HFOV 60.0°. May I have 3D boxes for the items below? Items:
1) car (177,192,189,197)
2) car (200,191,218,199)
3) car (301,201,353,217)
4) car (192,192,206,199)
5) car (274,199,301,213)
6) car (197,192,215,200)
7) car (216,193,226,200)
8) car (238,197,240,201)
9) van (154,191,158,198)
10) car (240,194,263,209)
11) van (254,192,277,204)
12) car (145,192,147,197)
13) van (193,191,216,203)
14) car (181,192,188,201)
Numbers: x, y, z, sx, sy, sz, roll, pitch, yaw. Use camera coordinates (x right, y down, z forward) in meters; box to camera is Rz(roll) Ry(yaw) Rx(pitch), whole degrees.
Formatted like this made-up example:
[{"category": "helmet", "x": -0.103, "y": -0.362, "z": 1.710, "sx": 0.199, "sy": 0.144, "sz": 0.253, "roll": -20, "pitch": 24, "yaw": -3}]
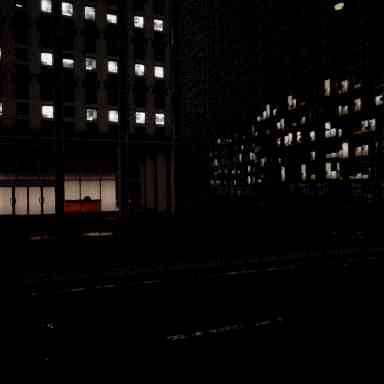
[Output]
[{"category": "car", "x": -2.436, "y": 0.710, "z": 90.852, "sx": 2.008, "sy": 1.369, "sz": 4.403, "roll": 0, "pitch": 1, "yaw": -21}, {"category": "car", "x": 3.689, "y": 0.634, "z": 74.938, "sx": 2.192, "sy": 1.841, "sz": 5.009, "roll": 0, "pitch": 1, "yaw": -21}, {"category": "car", "x": 12.086, "y": 1.434, "z": 29.453, "sx": 1.947, "sy": 1.339, "sz": 4.313, "roll": 0, "pitch": 1, "yaw": -21}, {"category": "car", "x": 1.647, "y": 0.706, "z": 80.243, "sx": 1.967, "sy": 1.590, "sz": 4.097, "roll": 0, "pitch": 1, "yaw": -21}, {"category": "car", "x": 10.060, "y": 1.399, "z": 34.765, "sx": 1.802, "sy": 1.307, "sz": 4.206, "roll": 0, "pitch": 1, "yaw": -21}, {"category": "car", "x": 2.864, "y": 0.879, "z": 69.858, "sx": 1.882, "sy": 1.535, "sz": 5.008, "roll": -1, "pitch": 1, "yaw": -21}, {"category": "car", "x": 5.733, "y": 0.954, "z": 69.637, "sx": 1.802, "sy": 1.307, "sz": 4.206, "roll": 0, "pitch": 1, "yaw": -21}, {"category": "car", "x": 9.817, "y": 1.060, "z": 59.029, "sx": 1.802, "sy": 1.307, "sz": 4.206, "roll": 0, "pitch": 1, "yaw": -21}, {"category": "van", "x": -8.215, "y": 0.687, "z": 82.537, "sx": 1.690, "sy": 1.788, "sz": 3.998, "roll": 0, "pitch": 1, "yaw": -21}, {"category": "car", "x": 8.072, "y": 1.332, "z": 40.090, "sx": 1.947, "sy": 1.339, "sz": 4.313, "roll": 0, "pitch": 1, "yaw": -21}, {"category": "van", "x": 11.858, "y": 0.871, "z": 53.722, "sx": 1.690, "sy": 1.788, "sz": 3.998, "roll": 0, "pitch": 1, "yaw": -21}, {"category": "car", "x": -10.257, "y": 0.733, "z": 87.841, "sx": 1.967, "sy": 1.590, "sz": 4.097, "roll": 0, "pitch": 1, "yaw": -21}, {"category": "van", "x": 1.996, "y": 0.952, "z": 56.017, "sx": 1.690, "sy": 1.788, "sz": 3.998, "roll": 0, "pitch": 1, "yaw": -21}, {"category": "car", "x": -2.088, "y": 1.056, "z": 66.627, "sx": 2.008, "sy": 1.369, "sz": 4.403, "roll": 0, "pitch": 1, "yaw": -21}]
